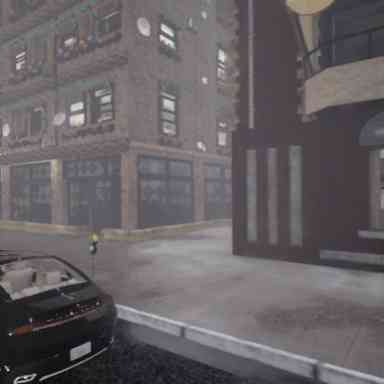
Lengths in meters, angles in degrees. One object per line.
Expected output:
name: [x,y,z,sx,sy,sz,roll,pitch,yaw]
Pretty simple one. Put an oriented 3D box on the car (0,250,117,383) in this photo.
car: [-3.035,1.575,5.042,4.403,1.369,2.008,0,0,35]
